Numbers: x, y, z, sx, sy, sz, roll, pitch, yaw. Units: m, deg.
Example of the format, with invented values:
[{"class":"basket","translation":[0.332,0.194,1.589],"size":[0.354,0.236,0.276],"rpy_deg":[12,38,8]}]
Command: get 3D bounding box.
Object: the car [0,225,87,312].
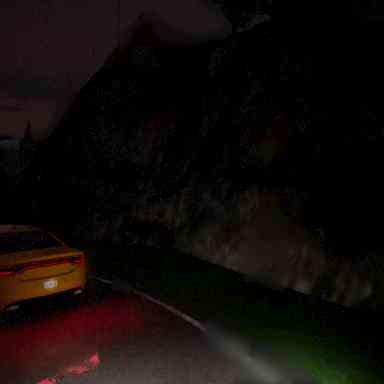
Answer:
[{"class":"car","translation":[-4.347,1.478,7.518],"size":[5.008,1.535,1.882],"rpy_deg":[0,0,42]}]
